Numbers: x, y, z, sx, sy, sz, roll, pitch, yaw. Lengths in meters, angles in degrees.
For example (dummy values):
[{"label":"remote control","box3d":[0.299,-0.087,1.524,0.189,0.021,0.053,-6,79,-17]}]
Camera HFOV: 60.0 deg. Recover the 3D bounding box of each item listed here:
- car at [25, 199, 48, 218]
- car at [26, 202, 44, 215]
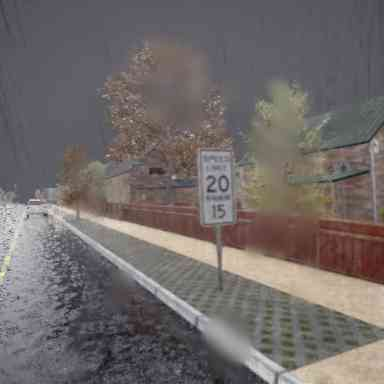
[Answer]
[{"label":"car","box3d":[-17.929,1.878,38.416,2.150,2.045,5.566,-2,0,-26]},{"label":"car","box3d":[-22.460,2.329,47.691,2.128,1.511,4.902,-2,0,-24]}]
